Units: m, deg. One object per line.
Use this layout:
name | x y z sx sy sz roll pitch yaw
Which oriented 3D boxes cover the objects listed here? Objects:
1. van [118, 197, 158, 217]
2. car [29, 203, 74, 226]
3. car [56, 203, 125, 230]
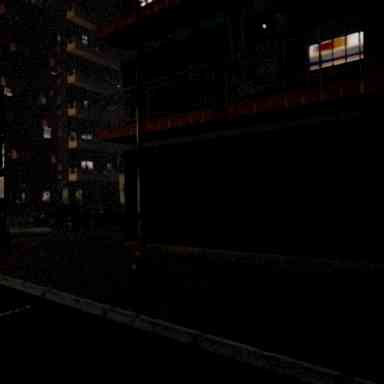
van | -5.513 1.500 34.092 1.690 1.788 3.998 -2 -1 36
car | -9.362 1.595 24.491 1.882 1.535 5.008 -2 -1 36
car | -5.598 1.527 20.447 2.008 1.369 4.403 -2 -1 36
